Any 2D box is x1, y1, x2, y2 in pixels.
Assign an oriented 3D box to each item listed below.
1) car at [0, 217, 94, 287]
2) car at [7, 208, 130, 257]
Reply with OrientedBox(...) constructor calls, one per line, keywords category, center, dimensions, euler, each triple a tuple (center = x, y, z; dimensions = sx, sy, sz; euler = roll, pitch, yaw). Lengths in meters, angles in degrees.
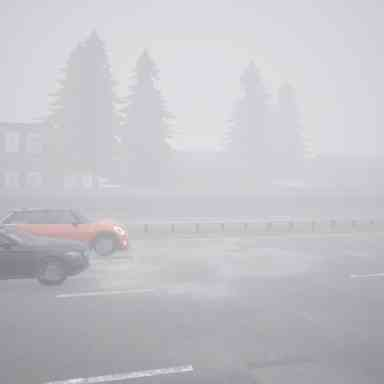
OrientedBox(category="car", center=(-5.011, 1.525, 8.365), dimensions=(4.674, 1.442, 1.812), euler=(0, 0, -13))
OrientedBox(category="car", center=(-4.581, 1.352, 12.062), dimensions=(4.553, 1.767, 2.097), euler=(0, 0, -13))
